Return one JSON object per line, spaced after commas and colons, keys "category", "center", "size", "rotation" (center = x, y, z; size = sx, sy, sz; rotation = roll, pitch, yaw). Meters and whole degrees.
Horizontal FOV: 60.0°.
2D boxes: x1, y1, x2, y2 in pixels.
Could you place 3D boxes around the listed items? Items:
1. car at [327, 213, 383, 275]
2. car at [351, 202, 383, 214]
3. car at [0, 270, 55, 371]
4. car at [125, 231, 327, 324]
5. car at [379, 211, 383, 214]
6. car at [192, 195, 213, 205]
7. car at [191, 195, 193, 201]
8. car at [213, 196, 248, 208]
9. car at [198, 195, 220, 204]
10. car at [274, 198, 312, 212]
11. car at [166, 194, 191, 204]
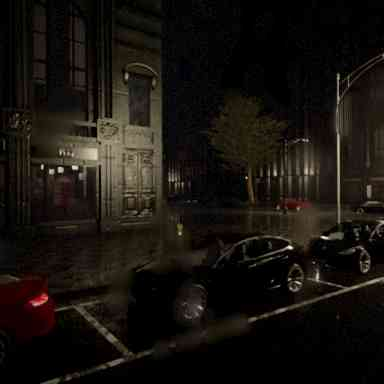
{"category": "car", "center": [5.307, 1.564, 10.437], "size": [4.313, 1.339, 1.947], "rotation": [0, 0, -36]}
{"category": "car", "center": [18.436, 1.645, 32.888], "size": [1.895, 1.301, 4.718], "rotation": [0, 0, -36]}
{"category": "car", "center": [-3.868, 1.582, 3.887], "size": [4.206, 1.307, 1.802], "rotation": [0, 0, -36]}
{"category": "car", "center": [0.719, 1.565, 7.162], "size": [4.313, 1.339, 1.947], "rotation": [0, 0, -36]}
{"category": "car", "center": [9.894, 1.548, 13.712], "size": [4.403, 1.369, 2.008], "rotation": [0, 0, -36]}
{"category": "car", "center": [2.800, 1.608, 60.520], "size": [2.128, 1.511, 4.902], "rotation": [0, 0, -35]}
{"category": "car", "center": [-0.722, 1.460, 70.919], "size": [1.882, 1.535, 5.008], "rotation": [0, 0, -36]}
{"category": "car", "center": [6.012, 1.651, 50.217], "size": [2.033, 1.411, 5.357], "rotation": [0, 0, -36]}
{"category": "car", "center": [3.279, 1.463, 65.422], "size": [2.097, 1.767, 4.553], "rotation": [0, 0, -35]}
{"category": "car", "center": [12.446, 1.550, 41.239], "size": [1.882, 1.535, 5.008], "rotation": [0, 0, -36]}
{"category": "car", "center": [-3.139, 1.369, 68.711], "size": [2.150, 2.045, 5.566], "rotation": [0, 0, -36]}
